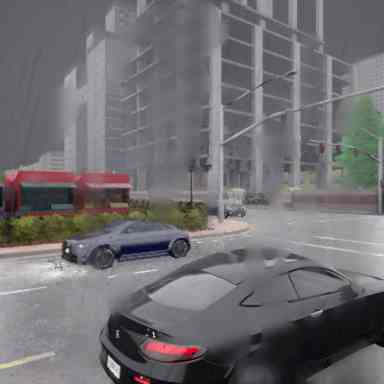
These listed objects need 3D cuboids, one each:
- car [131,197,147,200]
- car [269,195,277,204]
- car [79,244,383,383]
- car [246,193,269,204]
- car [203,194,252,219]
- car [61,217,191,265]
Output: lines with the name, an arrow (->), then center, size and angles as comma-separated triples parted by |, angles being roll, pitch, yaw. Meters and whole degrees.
car -> -6.456, 1.423, 41.153 | 1.882, 1.535, 5.008 | 0, 1, -36
car -> 13.213, 1.114, 59.368 | 1.905, 1.878, 3.866 | 0, 0, -36
car -> 1.114, 1.526, 4.580 | 4.674, 1.442, 1.812 | 0, 0, -35
car -> 10.824, 1.114, 57.652 | 1.905, 1.878, 3.866 | 0, 0, -36
car -> 2.551, 1.297, 28.754 | 2.097, 1.767, 4.553 | 0, 0, -36
car -> -2.078, 1.564, 11.073 | 4.181, 1.385, 1.994 | 0, 0, -35
